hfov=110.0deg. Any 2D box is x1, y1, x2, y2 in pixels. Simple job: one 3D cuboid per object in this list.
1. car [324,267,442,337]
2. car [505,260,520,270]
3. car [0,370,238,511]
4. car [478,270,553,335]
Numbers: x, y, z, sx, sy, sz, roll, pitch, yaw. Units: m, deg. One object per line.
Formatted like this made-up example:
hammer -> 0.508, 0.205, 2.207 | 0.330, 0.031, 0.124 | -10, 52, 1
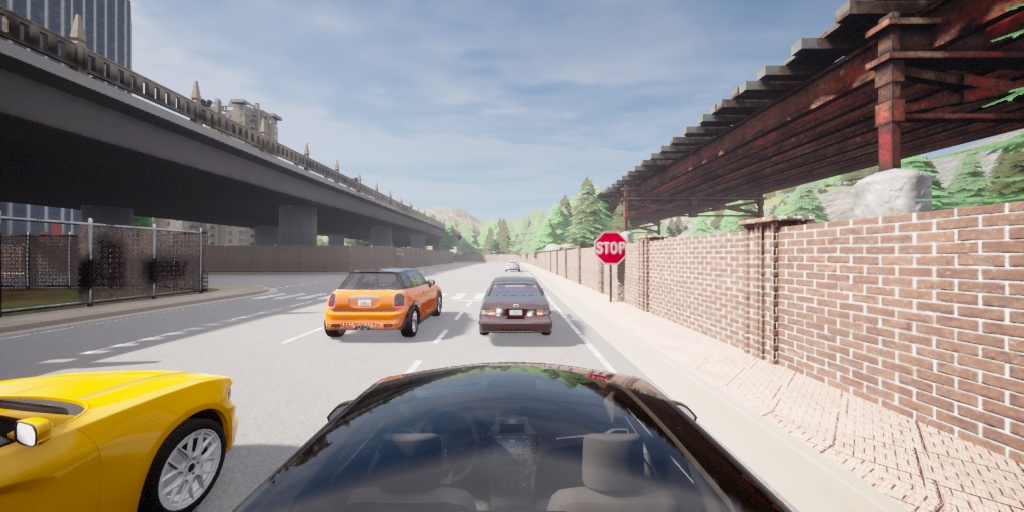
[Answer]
car -> -3.419, 1.102, 10.433 | 2.097, 1.767, 4.553 | 0, 0, 0
car -> 0.085, 1.276, 46.320 | 1.812, 1.442, 4.674 | 0, 0, -1
car -> -3.398, 1.228, 1.175 | 1.882, 1.535, 5.008 | 0, 0, 0
car -> 0.082, 1.297, 10.454 | 2.033, 1.411, 5.357 | 0, 0, 0
